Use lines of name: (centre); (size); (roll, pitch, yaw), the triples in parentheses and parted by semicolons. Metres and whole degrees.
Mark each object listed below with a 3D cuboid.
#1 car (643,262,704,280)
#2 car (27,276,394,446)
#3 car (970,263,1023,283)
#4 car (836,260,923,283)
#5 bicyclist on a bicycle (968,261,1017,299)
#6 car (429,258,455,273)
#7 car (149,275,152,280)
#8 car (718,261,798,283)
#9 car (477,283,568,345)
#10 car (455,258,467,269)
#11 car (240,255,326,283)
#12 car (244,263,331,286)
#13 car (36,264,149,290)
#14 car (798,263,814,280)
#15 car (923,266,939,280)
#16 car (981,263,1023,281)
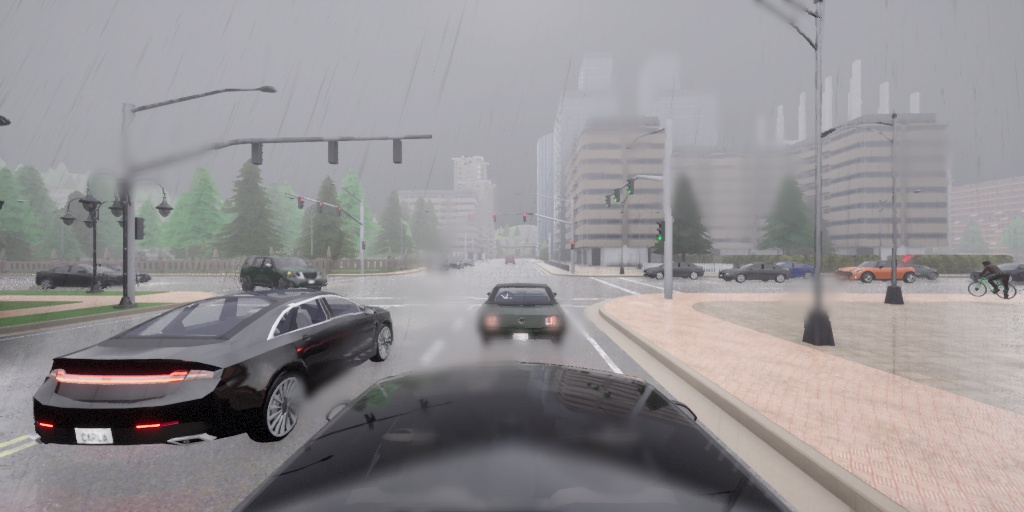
car: (13.952, 1.255, 31.079); (4.892, 1.490, 1.837); (0, 0, 2)
car: (-3.331, 1.242, 5.327); (2.128, 1.511, 4.902); (0, 0, 1)
car: (37.522, 1.228, 26.792); (5.008, 1.535, 1.882); (0, 0, 2)
car: (27.407, 1.102, 27.135); (4.553, 1.767, 2.097); (0, 0, 2)
bicyclist on a bicycle: (21.176, 1.051, 15.851); (0.582, 1.620, 1.656); (0, 0, 2)
car: (-8.879, 1.241, 44.311); (2.128, 1.511, 4.902); (0, 0, 2)
car: (-28.139, 1.313, 25.263); (4.181, 1.385, 1.994); (0, 0, 2)
car: (18.474, 1.255, 27.430); (4.892, 1.490, 1.837); (0, 0, 2)
car: (0.260, 1.351, 9.480); (1.895, 1.301, 4.718); (0, 0, 1)
car: (-8.546, 1.102, 54.039); (2.097, 1.767, 4.553); (0, 0, 2)
car: (-12.509, 0.973, 19.543); (5.566, 2.045, 2.150); (0, -1, 30)
car: (-15.457, 1.255, 24.837); (4.892, 1.490, 1.837); (0, 0, 2)
car: (-25.525, 1.227, 21.672); (5.008, 1.535, 1.882); (0, 0, 2)
car: (23.300, 1.228, 30.773); (5.008, 1.535, 1.882); (0, 0, 2)
car: (33.255, 1.314, 30.445); (4.181, 1.385, 1.994); (0, 0, 1)
car: (43.467, 1.297, 30.081); (5.357, 1.411, 2.033); (0, 0, 2)
